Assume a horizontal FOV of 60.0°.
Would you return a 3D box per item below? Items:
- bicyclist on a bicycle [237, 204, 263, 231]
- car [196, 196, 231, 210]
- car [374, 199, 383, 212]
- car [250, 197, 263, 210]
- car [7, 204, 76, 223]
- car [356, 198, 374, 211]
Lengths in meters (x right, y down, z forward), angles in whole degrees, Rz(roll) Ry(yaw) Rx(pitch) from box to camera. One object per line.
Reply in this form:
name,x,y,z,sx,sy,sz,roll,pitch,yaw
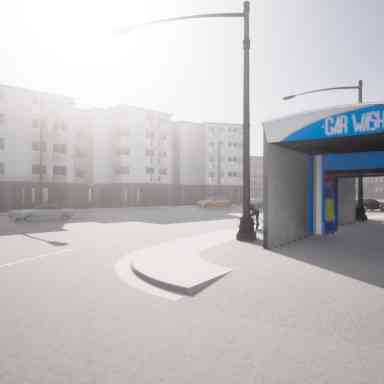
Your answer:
bicyclist on a bicycle,3.193,1.301,18.294,1.656,1.620,0.582,0,0,38
car,2.795,1.352,43.560,4.553,1.767,2.097,0,0,-29
car,22.873,1.526,36.575,4.674,1.442,1.812,0,0,-18
car,9.521,1.351,43.095,4.553,1.767,2.097,0,0,-23
car,-11.563,1.601,25.778,1.895,1.301,4.718,0,0,35
car,20.987,1.505,39.644,4.892,1.490,1.837,0,0,-18
